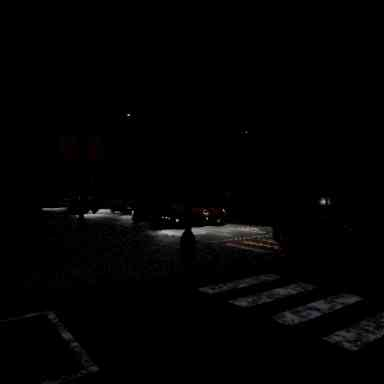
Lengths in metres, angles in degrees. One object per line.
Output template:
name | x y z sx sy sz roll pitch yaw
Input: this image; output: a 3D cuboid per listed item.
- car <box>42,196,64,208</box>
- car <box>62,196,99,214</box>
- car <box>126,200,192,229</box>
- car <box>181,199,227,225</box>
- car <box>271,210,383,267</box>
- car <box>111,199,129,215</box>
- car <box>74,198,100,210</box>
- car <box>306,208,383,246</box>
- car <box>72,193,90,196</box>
car | -19.859 1.407 46.527 1.882 1.535 5.008 0 0 -35
car | -11.472 1.498 34.718 2.033 1.411 5.357 0 0 -36
car | -2.302 1.481 21.935 1.837 1.490 4.892 0 0 -36
car | 0.443 1.322 23.680 2.097 1.767 4.553 0 0 -36
car | 5.057 1.488 11.679 2.128 1.511 4.902 0 0 -36
car | -6.653 1.479 33.569 1.812 1.442 4.674 0 1 -37
car | -13.908 1.535 43.736 1.895 1.301 4.718 0 0 -35
car | 7.759 1.553 15.478 4.181 1.385 1.994 0 0 39
car | -18.899 1.131 56.534 2.150 2.045 5.566 0 0 -35
